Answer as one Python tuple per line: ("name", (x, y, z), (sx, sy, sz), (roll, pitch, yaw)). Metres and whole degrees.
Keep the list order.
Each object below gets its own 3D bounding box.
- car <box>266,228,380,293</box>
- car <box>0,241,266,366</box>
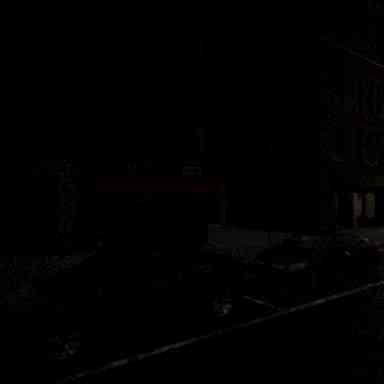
("car", (3.510, 1.671, 9.054), (4.206, 1.307, 1.802), (1, -1, -36))
("car", (-0.962, 1.598, 5.850), (4.313, 1.339, 1.947), (1, -1, -36))
